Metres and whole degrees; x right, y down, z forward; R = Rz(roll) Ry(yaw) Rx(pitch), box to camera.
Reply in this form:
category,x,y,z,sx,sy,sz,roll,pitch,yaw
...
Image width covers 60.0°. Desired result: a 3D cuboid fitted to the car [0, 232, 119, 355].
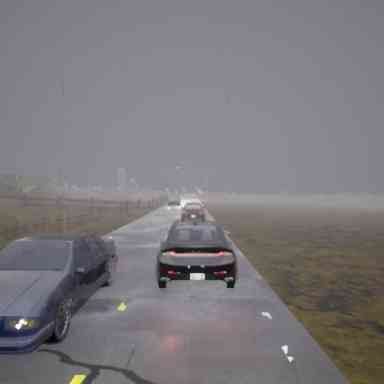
category,x,y,z,sx,sy,sz,roll,pitch,yaw
car,-2.851,1.577,6.730,2.033,1.411,5.357,0,0,0

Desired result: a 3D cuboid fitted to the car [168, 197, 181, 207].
category,x,y,z,sx,sy,sz,roll,pitch,yaw
car,-2.763,1.484,52.879,1.882,1.535,5.008,0,0,0

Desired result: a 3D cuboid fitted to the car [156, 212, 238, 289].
category,x,y,z,sx,sy,sz,roll,pitch,yaw
car,0.100,1.531,9.273,2.128,1.511,4.902,0,0,0

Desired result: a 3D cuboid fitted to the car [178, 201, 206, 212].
category,x,y,z,sx,sy,sz,roll,pitch,yaw
car,0.095,1.589,26.509,1.812,1.442,4.674,0,0,0
